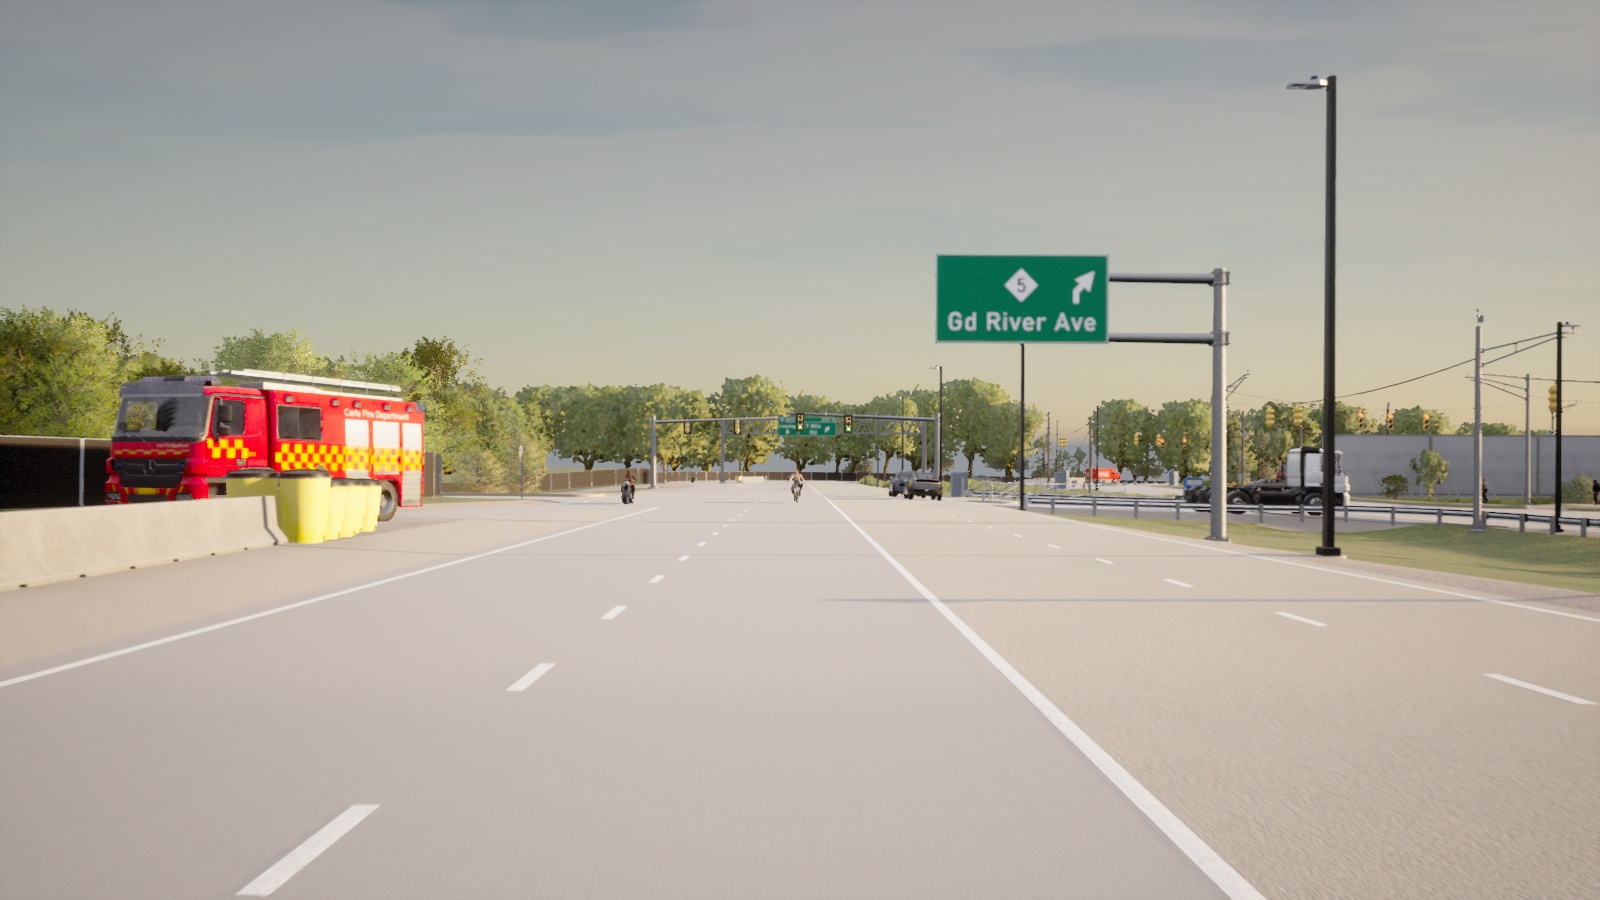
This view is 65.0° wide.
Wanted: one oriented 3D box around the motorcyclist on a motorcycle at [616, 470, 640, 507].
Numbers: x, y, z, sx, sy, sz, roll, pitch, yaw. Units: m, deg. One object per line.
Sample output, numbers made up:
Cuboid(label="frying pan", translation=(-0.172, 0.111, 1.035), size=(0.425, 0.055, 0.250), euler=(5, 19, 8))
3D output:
Cuboid(label="motorcyclist on a motorcycle", translation=(-7.779, 1.714, 56.947), size=(0.766, 1.649, 2.350), euler=(0, -1, 0))

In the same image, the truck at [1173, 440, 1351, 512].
Cuboid(label="truck", translation=(23.346, 1.326, 63.705), size=(7.936, 3.462, 2.891), euler=(1, -1, 1))

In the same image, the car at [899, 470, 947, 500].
Cuboid(label="car", translation=(6.854, 1.941, 70.352), size=(2.128, 1.511, 4.902), euler=(2, -1, 0))

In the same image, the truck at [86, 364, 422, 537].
Cuboid(label="truck", translation=(-13.555, 0.102, 32.265), size=(2.891, 3.827, 8.468), euler=(0, -1, 19))

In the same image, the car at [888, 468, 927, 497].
Cuboid(label="car", translation=(6.825, 2.044, 80.090), size=(2.097, 1.767, 4.553), euler=(0, -1, 0))
